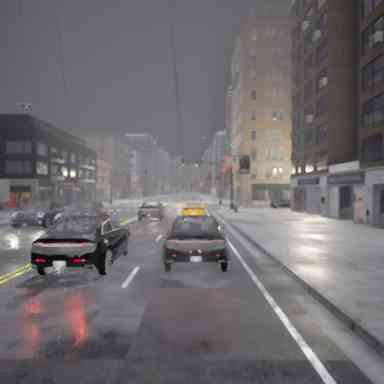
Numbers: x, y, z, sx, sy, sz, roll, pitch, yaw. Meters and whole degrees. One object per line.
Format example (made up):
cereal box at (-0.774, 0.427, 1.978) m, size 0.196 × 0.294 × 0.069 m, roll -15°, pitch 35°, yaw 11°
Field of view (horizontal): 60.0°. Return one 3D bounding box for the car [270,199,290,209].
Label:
car at (12.441, 1.583, 43.908) m, size 4.313 × 1.339 × 1.947 m, roll 0°, pitch 0°, yaw 0°

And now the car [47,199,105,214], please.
car at (-6.573, 1.348, 20.120) m, size 2.097 × 1.767 × 4.553 m, roll 0°, pitch 0°, yaw 0°

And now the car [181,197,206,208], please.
car at (0.128, 1.474, 27.683) m, size 1.882 × 1.535 × 5.008 m, roll 0°, pitch 0°, yaw 0°

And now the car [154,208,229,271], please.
car at (0.110, 1.490, 10.931) m, size 2.128 × 1.511 × 4.902 m, roll 0°, pitch 0°, yaw 0°

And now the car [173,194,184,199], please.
car at (-3.166, 1.191, 88.383) m, size 2.097 × 1.767 × 4.553 m, roll 0°, pitch 0°, yaw 0°

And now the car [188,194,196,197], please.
car at (0.084, 1.191, 88.380) m, size 2.097 × 1.767 × 4.553 m, roll 0°, pitch 0°, yaw 0°

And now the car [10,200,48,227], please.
car at (-9.819, 1.348, 21.755) m, size 2.097 × 1.767 × 4.553 m, roll 0°, pitch 0°, yaw 0°

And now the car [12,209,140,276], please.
car at (-3.139, 1.489, 10.311) m, size 2.128 × 1.511 × 4.902 m, roll 0°, pitch 0°, yaw 0°

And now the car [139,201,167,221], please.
car at (-3.122, 1.487, 26.562) m, size 2.128 × 1.511 × 4.902 m, roll 0°, pitch 0°, yaw 0°
